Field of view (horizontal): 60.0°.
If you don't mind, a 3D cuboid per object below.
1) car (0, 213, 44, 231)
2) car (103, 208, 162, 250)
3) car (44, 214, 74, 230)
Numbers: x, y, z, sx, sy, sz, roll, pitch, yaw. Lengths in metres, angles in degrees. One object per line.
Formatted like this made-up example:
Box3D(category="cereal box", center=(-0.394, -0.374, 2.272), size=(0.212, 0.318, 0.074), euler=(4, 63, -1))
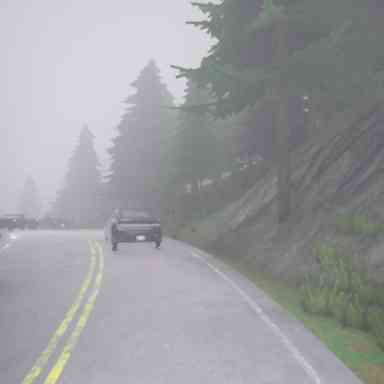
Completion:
Box3D(category="car", center=(-12.993, 2.246, 24.678), size=(1.895, 1.301, 4.718), euler=(3, -7, -43))
Box3D(category="car", center=(-2.555, 1.420, 13.765), size=(2.128, 1.511, 4.902), euler=(1, -2, -19))
Box3D(category="car", center=(-12.032, 2.578, 28.494), size=(1.895, 1.301, 4.718), euler=(3, -8, -45))
